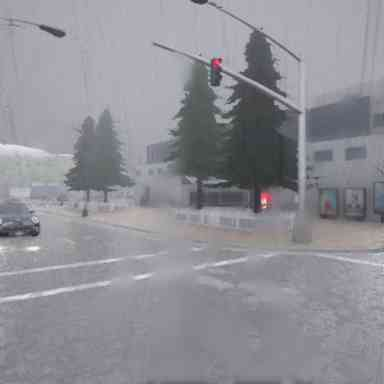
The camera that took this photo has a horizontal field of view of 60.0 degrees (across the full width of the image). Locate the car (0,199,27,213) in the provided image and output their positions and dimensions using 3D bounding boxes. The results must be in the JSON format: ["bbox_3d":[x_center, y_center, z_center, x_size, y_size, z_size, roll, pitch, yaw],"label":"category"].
[{"bbox_3d":[-20.553,1.542,38.061,2.033,1.411,5.357,0,0,-37],"label":"car"}]

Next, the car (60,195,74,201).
[{"bbox_3d":[-28.960,1.401,77.100,1.970,1.475,3.806,0,0,-37],"label":"car"}]

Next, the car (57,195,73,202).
[{"bbox_3d":[-26.922,1.388,69.367,1.845,1.501,3.633,0,0,-37],"label":"car"}]

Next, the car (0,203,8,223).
[{"bbox_3d":[-15.466,1.559,25.266,1.994,1.385,4.181,0,0,-37],"label":"car"}]

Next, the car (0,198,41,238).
[{"bbox_3d":[-9.418,1.358,17.280,2.097,1.767,4.553,0,0,-37],"label":"car"}]
